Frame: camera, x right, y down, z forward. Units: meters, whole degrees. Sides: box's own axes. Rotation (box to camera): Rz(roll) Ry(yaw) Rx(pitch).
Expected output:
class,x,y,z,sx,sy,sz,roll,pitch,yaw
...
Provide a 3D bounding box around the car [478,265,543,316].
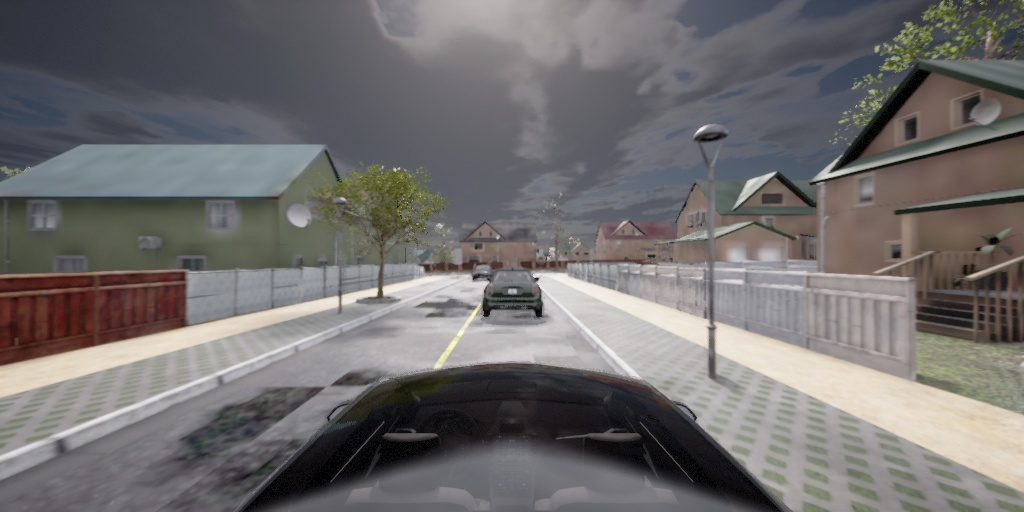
class,x,y,z,sx,sy,sz,roll,pitch,yaw
car,0.038,1.226,14.167,2.097,1.767,4.553,0,-1,0

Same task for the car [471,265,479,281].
class,x,y,z,sx,sy,sz,roll,pitch,yaw
car,-2.802,1.622,35.163,1.837,1.490,4.892,0,-1,1
